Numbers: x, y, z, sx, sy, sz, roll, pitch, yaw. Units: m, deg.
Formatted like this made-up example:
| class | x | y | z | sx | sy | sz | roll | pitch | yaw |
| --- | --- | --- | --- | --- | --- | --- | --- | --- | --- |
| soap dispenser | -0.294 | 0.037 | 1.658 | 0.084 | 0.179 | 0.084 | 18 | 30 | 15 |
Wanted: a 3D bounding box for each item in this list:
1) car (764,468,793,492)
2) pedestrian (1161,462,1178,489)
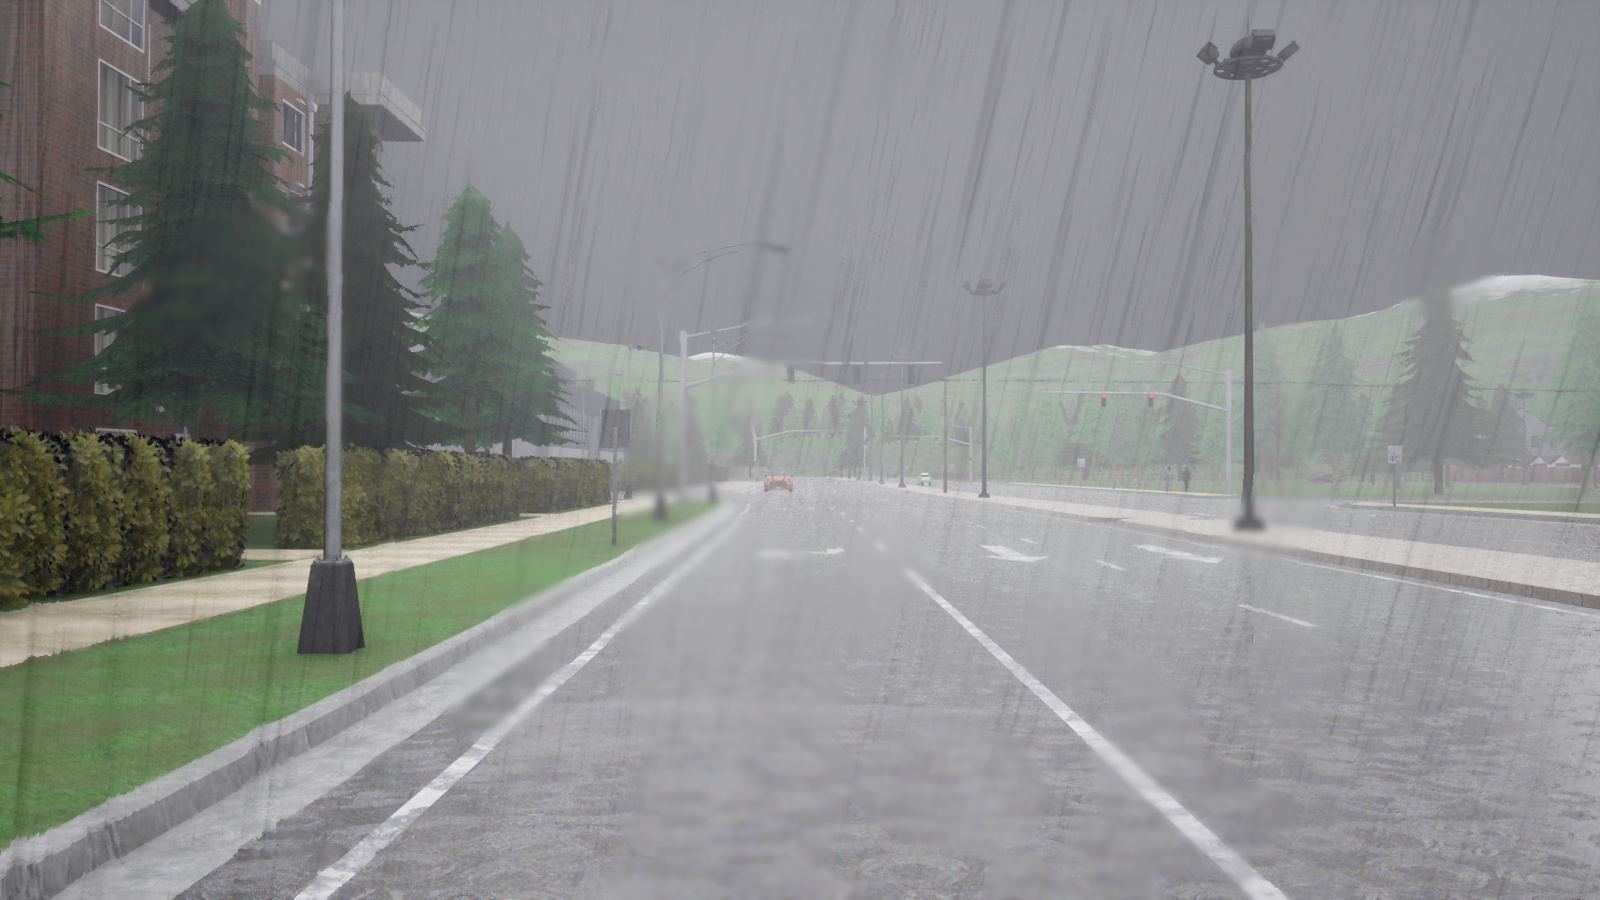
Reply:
| class | x | y | z | sx | sy | sz | roll | pitch | yaw |
| --- | --- | --- | --- | --- | --- | --- | --- | --- | --- |
| car | -1.567 | 2.224 | 94.028 | 2.097 | 1.767 | 4.553 | 0 | -1 | 0 |
| pedestrian | 25.390 | 1.769 | 86.282 | 0.874 | 1.855 | 0.900 | 0 | -1 | 0 |
